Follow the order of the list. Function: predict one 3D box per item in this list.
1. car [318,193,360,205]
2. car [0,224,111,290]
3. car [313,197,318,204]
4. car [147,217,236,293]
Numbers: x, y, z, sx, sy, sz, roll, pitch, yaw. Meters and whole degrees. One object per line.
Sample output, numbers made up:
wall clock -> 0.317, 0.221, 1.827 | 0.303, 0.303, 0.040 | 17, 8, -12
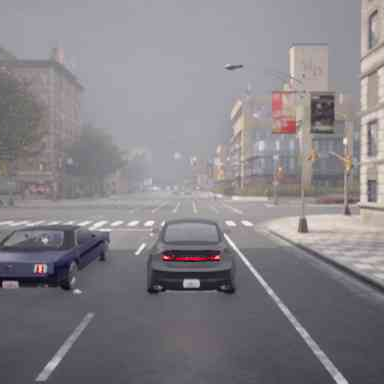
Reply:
car -> 19.325, 1.045, 42.832 | 4.718, 1.301, 1.895 | 0, 1, 0
car -> -3.518, 1.486, 8.670 | 1.895, 1.301, 4.718 | 0, 1, 0
car -> 19.279, 0.926, 46.329 | 4.674, 1.442, 1.812 | 0, 1, 0
car -> -0.019, 1.393, 8.492 | 1.837, 1.490, 4.892 | 0, 1, 0
